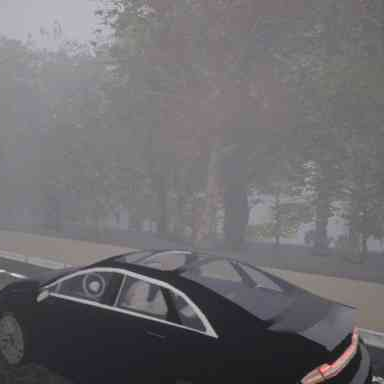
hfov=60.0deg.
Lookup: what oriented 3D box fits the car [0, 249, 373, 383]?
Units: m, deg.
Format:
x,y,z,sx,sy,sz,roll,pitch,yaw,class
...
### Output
x,y,z,sx,sy,sz,roll,pitch,yaw,class
-0.570,1.486,4.092,4.902,1.511,2.128,0,0,36,car
